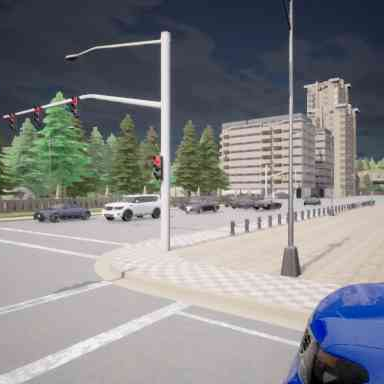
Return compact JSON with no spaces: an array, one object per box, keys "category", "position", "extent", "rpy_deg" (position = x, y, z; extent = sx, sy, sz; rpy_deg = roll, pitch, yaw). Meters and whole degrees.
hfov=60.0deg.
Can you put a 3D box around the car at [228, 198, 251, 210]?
[{"category":"car","position":[6.909,1.564,43.412],"extent":[1.994,1.385,4.181],"rpy_deg":[0,0,36]}]

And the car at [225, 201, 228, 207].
[{"category":"car","position":[6.491,1.564,48.822],"extent":[1.994,1.385,4.181],"rpy_deg":[0,0,36]}]

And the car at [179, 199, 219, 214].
[{"category":"car","position":[1.082,1.492,35.271],"extent":[2.128,1.511,4.902],"rpy_deg":[0,0,36]}]

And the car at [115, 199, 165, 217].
[{"category":"car","position":[-5.012,1.491,32.758],"extent":[2.128,1.511,4.902],"rpy_deg":[0,0,35]}]

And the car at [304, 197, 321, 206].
[{"category":"car","position":[20.195,1.564,55.706],"extent":[1.994,1.385,4.181],"rpy_deg":[0,0,35]}]

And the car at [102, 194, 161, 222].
[{"category":"car","position":[-4.683,1.221,27.192],"extent":[2.150,2.045,5.566],"rpy_deg":[0,0,35]}]

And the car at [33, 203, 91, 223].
[{"category":"car","position":[-9.977,1.564,25.799],"extent":[1.994,1.385,4.181],"rpy_deg":[0,0,36]}]

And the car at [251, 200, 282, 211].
[{"category":"car","position":[9.355,1.601,40.507],"extent":[1.895,1.301,4.718],"rpy_deg":[0,0,35]}]

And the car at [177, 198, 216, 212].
[{"category":"car","position":[0.665,1.547,40.714],"extent":[2.033,1.411,5.357],"rpy_deg":[0,0,36]}]

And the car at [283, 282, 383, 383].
[{"category":"car","position":[3.316,1.221,1.601],"extent":[5.566,2.045,2.150],"rpy_deg":[0,0,36]}]
